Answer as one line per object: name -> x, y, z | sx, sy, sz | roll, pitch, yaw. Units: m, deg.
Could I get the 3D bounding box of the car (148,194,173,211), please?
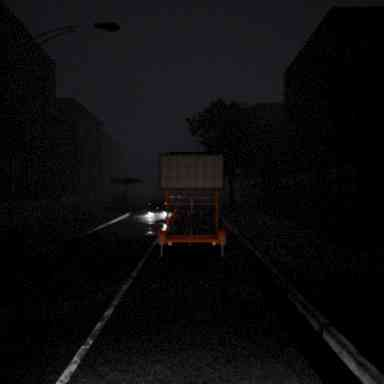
car -> -3.235, 1.143, 33.051 | 1.895, 1.301, 4.718 | 0, 1, 0

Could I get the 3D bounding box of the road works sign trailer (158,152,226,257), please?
road works sign trailer -> 0.000, 0.320, 12.284 | 2.380, 3.560, 2.880 | 0, 1, 0

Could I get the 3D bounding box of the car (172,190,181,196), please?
car -> -3.451, 0.053, 73.874 | 1.812, 1.442, 4.674 | 0, 1, 0
